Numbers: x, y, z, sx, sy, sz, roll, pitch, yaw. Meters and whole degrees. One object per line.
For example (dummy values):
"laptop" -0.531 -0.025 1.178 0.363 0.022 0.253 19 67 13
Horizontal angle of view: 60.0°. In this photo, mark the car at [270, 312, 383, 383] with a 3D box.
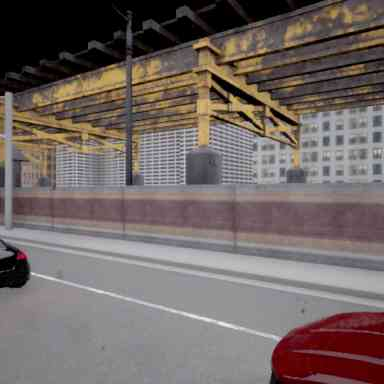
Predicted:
"car" 2.928 1.478 1.909 5.008 1.535 1.882 0 0 35

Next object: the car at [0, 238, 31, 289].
"car" -5.765 1.564 8.027 4.181 1.385 1.994 0 0 36
